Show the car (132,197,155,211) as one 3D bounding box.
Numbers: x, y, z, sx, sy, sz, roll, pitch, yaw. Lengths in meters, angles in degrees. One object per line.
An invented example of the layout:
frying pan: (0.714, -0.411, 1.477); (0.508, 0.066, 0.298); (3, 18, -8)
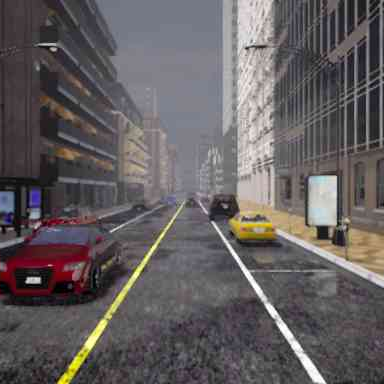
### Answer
car: (-5.702, 1.435, 38.065); (1.947, 1.339, 4.313); (0, 0, 0)

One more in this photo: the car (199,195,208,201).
car: (2.668, 1.307, 77.607); (2.008, 1.369, 4.403); (0, 0, 0)

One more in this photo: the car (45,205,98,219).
car: (-5.695, 1.385, 15.471); (1.967, 1.590, 4.097); (0, 0, 0)

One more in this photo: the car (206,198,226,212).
car: (2.679, 1.435, 38.067); (1.947, 1.339, 4.313); (0, 0, 0)

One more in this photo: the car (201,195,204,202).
car: (2.671, 1.331, 66.309); (1.887, 1.381, 4.507); (0, 0, 0)

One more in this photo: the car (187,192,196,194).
car: (-0.017, 1.016, 63.945); (2.150, 2.045, 5.566); (0, 0, 0)

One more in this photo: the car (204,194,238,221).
car: (2.387, 1.136, 26.309); (2.150, 2.045, 5.566); (0, 0, 0)

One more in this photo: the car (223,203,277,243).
car: (2.685, 1.470, 15.643); (1.752, 1.417, 4.829); (0, 0, 0)

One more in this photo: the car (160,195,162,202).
car: (-5.709, 1.226, 66.307); (1.967, 1.590, 4.097); (0, 0, 0)

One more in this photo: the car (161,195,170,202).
car: (-5.710, 1.353, 71.956); (1.802, 1.307, 4.206); (0, 0, 0)

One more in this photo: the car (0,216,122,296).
car: (-3.102, 1.533, 8.499); (1.994, 1.385, 4.181); (0, 0, 0)

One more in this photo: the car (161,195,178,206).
car: (-3.094, 1.359, 49.885); (1.812, 1.442, 4.674); (0, 0, 0)

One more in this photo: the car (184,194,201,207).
car: (0.018, 1.368, 46.970); (1.812, 1.442, 4.674); (0, 0, 1)

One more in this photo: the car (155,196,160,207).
car: (-5.703, 1.377, 43.544); (1.752, 1.417, 4.829); (0, 0, 0)
